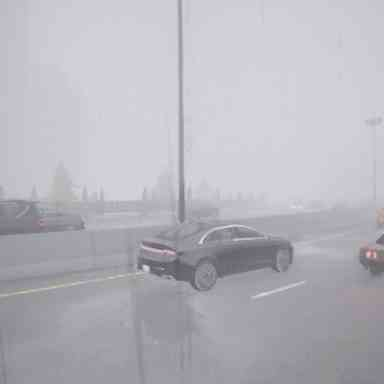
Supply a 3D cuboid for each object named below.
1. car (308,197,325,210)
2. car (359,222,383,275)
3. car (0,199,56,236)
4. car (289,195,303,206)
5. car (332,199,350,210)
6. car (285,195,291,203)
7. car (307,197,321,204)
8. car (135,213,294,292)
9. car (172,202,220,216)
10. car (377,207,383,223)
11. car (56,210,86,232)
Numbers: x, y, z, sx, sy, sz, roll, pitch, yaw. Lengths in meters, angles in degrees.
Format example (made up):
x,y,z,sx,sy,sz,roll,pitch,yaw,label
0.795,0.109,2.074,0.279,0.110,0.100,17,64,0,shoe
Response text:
x,y,z,sx,sy,sz,roll,pitch,yaw,label
18.343,1.821,48.677,2.033,1.411,5.357,0,-1,26,car
6.604,1.621,9.409,4.718,1.301,1.895,0,0,-42,car
-7.918,1.279,11.347,5.566,2.045,2.150,0,0,-36,car
19.982,1.920,63.260,2.128,1.511,4.902,0,0,17,car
18.985,1.690,42.325,1.882,1.535,5.008,0,-1,28,car
26.468,1.841,88.041,2.150,2.045,5.566,0,-1,-2,car
29.908,2.043,81.742,1.837,1.490,4.892,0,-1,4,car
0.838,1.523,9.105,4.902,1.511,2.128,0,0,-39,car
0.413,1.624,28.141,2.128,1.511,4.902,0,-1,42,car
13.862,1.423,22.044,2.097,1.767,4.553,0,0,41,car
-7.641,1.567,15.980,4.902,1.511,2.128,0,0,-39,car
